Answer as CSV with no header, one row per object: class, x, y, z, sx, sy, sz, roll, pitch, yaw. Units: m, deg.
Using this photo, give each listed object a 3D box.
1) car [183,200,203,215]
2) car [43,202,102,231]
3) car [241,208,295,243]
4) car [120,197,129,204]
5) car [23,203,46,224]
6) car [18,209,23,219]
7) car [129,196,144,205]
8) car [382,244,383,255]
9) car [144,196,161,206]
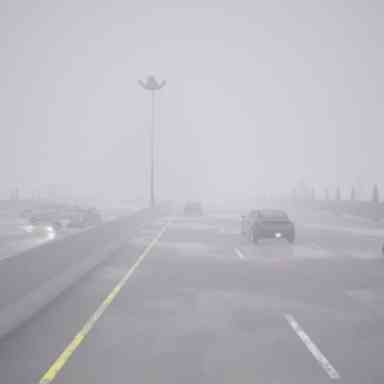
car,0.100,1.603,35.150,2.128,1.511,4.902,0,0,0
car,-7.098,1.551,20.992,2.128,1.511,4.902,0,0,0
car,3.599,1.551,16.311,1.837,1.490,4.892,0,0,0
car,-14.145,1.865,71.926,1.994,1.385,4.181,0,0,-1
car,-10.597,1.579,25.417,1.837,1.490,4.892,0,0,0
car,-14.097,1.693,30.781,1.895,1.301,4.718,0,0,0
car,-10.511,1.630,65.949,2.097,1.767,4.553,0,0,0
car,7.100,1.551,8.893,1.812,1.442,4.674,0,0,0
car,-7.038,1.604,62.102,2.097,1.767,4.553,0,0,1
